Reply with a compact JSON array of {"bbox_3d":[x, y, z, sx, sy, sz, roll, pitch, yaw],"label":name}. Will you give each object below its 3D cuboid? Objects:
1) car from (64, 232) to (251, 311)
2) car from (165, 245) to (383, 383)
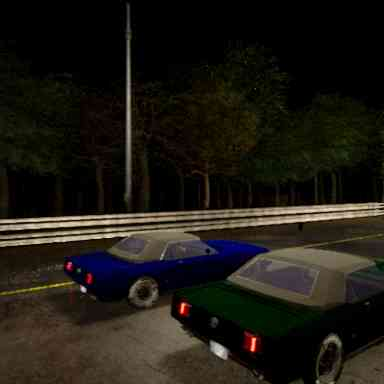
[{"bbox_3d":[-0.335,1.598,7.804,4.718,1.301,1.895,0,0,-35],"label":"car"},{"bbox_3d":[2.124,1.598,5.259,4.718,1.301,1.895,0,0,-35],"label":"car"}]
